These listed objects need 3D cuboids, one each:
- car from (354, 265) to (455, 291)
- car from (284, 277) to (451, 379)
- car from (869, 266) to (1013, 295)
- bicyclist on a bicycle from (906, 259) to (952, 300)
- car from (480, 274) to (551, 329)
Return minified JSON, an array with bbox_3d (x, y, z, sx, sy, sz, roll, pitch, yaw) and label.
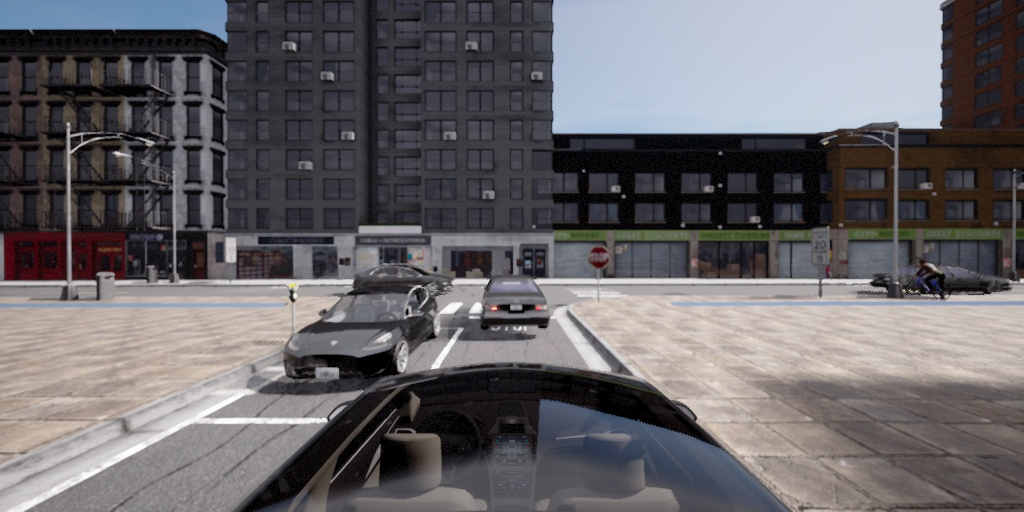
[{"bbox_3d":[-5.333,1.208,17.894,4.892,1.490,1.837,0,0,0],"label":"car"},{"bbox_3d":[-2.638,1.296,7.297,1.948,1.339,4.313,0,0,0],"label":"car"},{"bbox_3d":[21.208,1.196,17.884,5.357,1.411,2.033,0,0,0],"label":"car"},{"bbox_3d":[17.358,0.975,14.977,0.582,1.620,1.656,0,0,0],"label":"bicyclist on a bicycle"},{"bbox_3d":[-0.020,1.264,11.031,2.033,1.411,5.357,0,0,-3],"label":"car"}]
